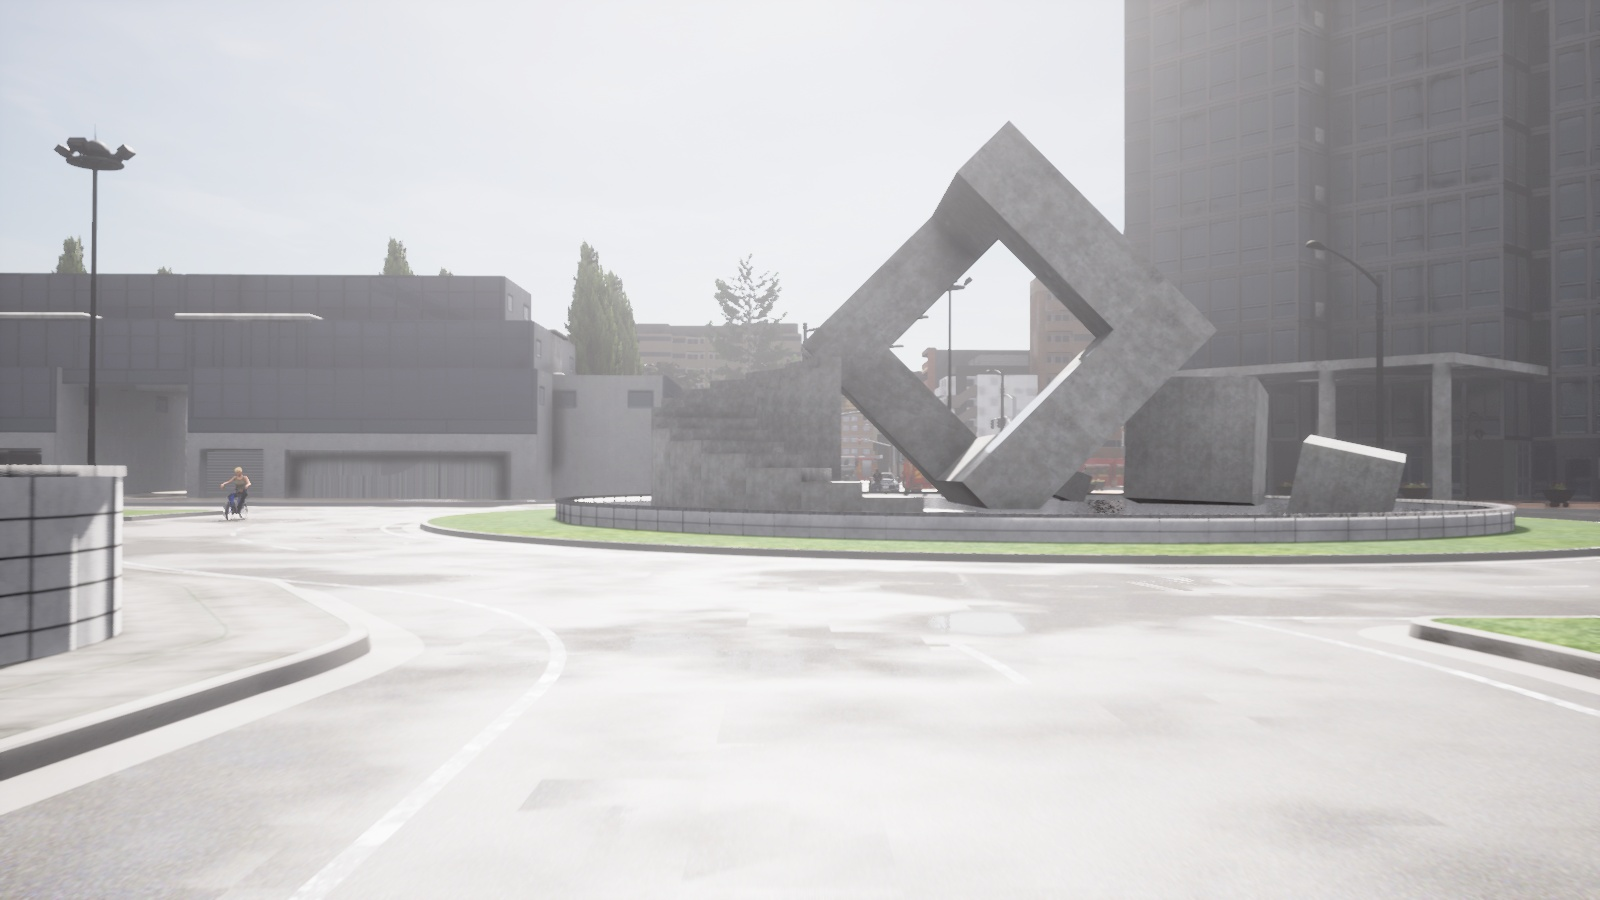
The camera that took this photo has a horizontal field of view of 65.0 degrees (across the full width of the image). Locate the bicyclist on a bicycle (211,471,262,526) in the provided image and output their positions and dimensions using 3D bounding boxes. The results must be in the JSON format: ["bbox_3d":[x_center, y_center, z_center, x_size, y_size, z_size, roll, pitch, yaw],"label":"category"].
[{"bbox_3d":[-16.960,1.453,37.810,0.866,1.612,1.509,1,-1,-2],"label":"bicyclist on a bicycle"}]

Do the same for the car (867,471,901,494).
[{"bbox_3d":[5.554,2.149,83.151,1.970,1.475,3.806,0,-1,0],"label":"car"}]

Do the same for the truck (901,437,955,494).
[{"bbox_3d":[9.007,1.105,89.079,2.891,3.827,8.468,0,-1,0],"label":"truck"}]
